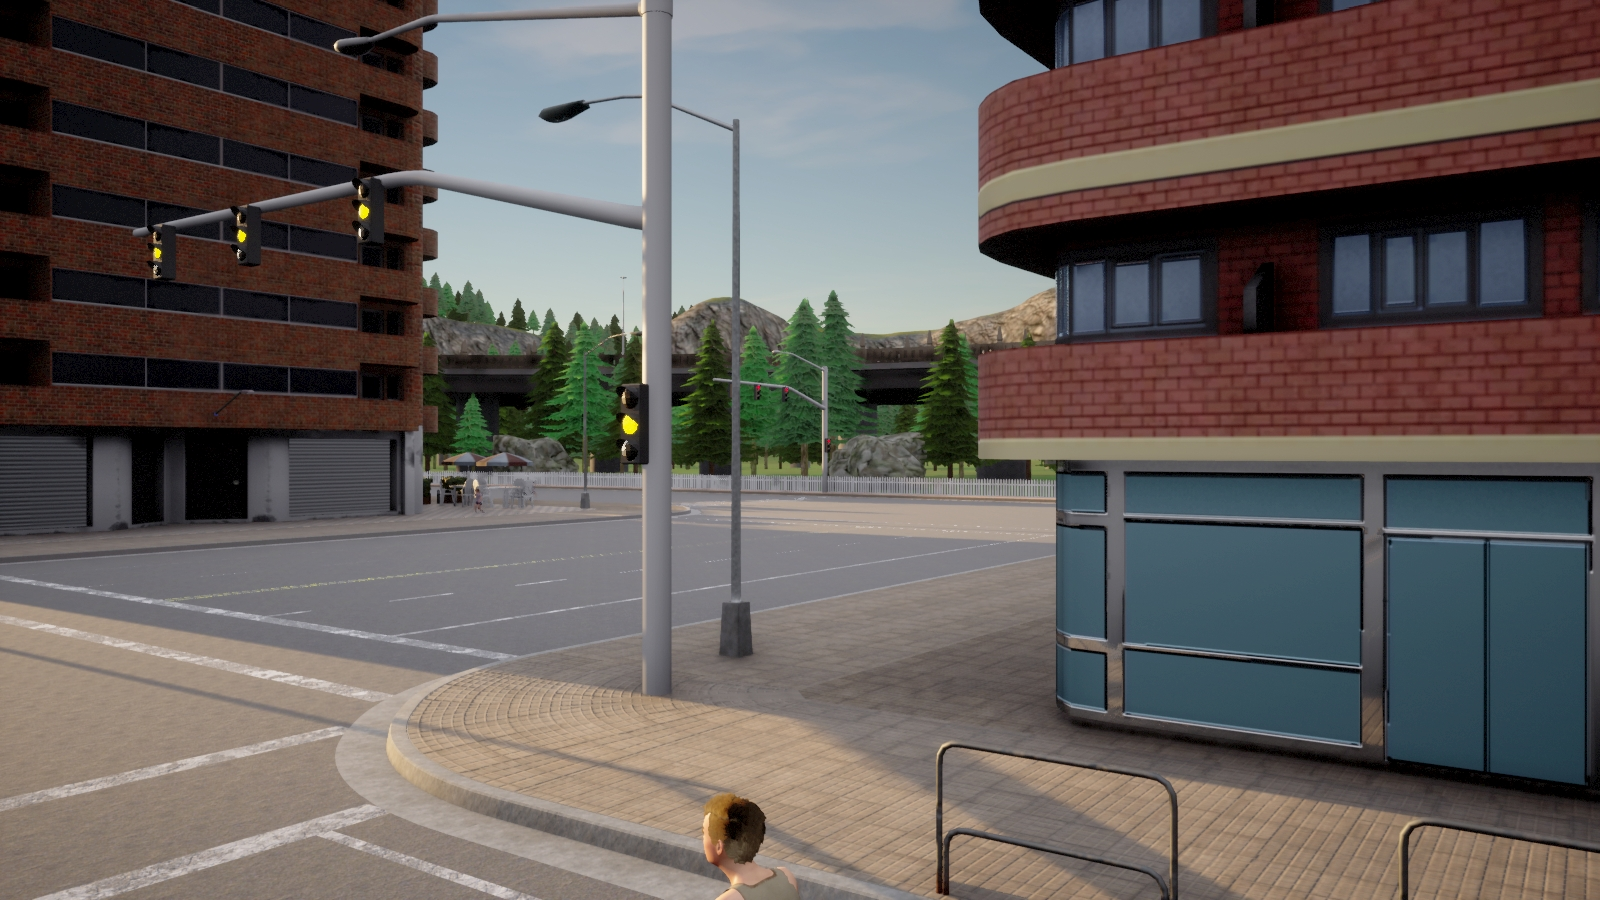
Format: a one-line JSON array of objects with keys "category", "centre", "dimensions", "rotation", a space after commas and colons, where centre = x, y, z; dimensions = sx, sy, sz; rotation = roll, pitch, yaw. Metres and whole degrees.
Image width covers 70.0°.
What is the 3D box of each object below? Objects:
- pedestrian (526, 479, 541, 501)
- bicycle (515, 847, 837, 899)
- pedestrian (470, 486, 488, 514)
[{"category": "pedestrian", "centre": [-13.434, 2.019, 57.565], "dimensions": [0.500, 1.100, 0.500], "rotation": [0, 0, 25]}, {"category": "bicycle", "centre": [-0.301, 2.233, 4.022], "dimensions": [1.487, 1.126, 0.859], "rotation": [0, 0, 35]}, {"category": "pedestrian", "centre": [-13.002, 2.030, 46.240], "dimensions": [0.500, 1.100, 0.500], "rotation": [0, 0, 25]}]
